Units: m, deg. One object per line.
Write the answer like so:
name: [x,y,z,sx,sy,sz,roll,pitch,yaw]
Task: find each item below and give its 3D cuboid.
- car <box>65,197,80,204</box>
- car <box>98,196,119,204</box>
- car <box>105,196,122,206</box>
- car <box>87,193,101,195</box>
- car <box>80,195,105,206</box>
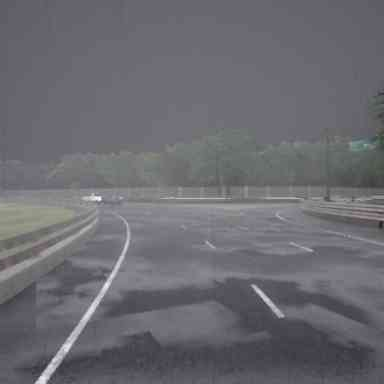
car: [-22.575,1.627,63.845,2.033,1.411,5.357,0,0,-42]
car: [-17.131,1.570,68.246,2.033,1.411,5.357,0,0,-42]
car: [-13.812,1.564,57.715,2.128,1.511,4.902,0,0,-33]
car: [-19.875,1.279,66.067,2.150,2.045,5.566,0,0,-42]
car: [-16.822,1.691,55.931,1.895,1.301,4.718,0,0,-33]
